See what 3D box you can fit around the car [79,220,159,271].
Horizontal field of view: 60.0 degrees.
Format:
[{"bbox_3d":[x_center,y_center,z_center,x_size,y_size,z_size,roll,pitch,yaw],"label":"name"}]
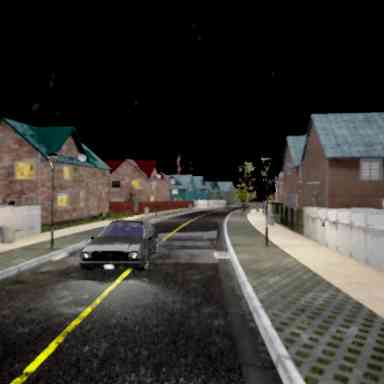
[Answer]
[{"bbox_3d":[-2.264,1.712,11.783,2.033,1.411,5.357,0,-1,0],"label":"car"}]
